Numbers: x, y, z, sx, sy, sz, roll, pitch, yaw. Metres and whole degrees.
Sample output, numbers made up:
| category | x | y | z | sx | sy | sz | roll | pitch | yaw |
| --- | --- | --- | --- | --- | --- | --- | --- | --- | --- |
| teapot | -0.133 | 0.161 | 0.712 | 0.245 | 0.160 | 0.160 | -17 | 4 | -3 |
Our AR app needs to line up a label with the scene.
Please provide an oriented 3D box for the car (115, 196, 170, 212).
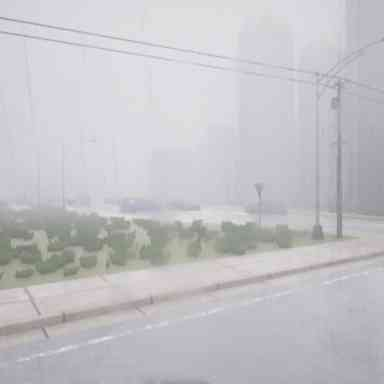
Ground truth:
| category | x | y | z | sx | sy | sz | roll | pitch | yaw |
| --- | --- | --- | --- | --- | --- | --- | --- | --- | --- |
| car | -5.194 | 1.425 | 35.065 | 4.611 | 1.667 | 2.242 | 0 | 0 | -34 |

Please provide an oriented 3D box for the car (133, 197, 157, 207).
| category | x | y | z | sx | sy | sz | roll | pitch | yaw |
| --- | --- | --- | --- | --- | --- | --- | --- | --- | --- |
| car | -7.377 | 1.481 | 52.025 | 1.994 | 1.385 | 4.181 | 0 | 0 | -33 |

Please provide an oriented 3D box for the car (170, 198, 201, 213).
| category | x | y | z | sx | sy | sz | roll | pitch | yaw |
| --- | --- | --- | --- | --- | --- | --- | --- | --- | --- |
| car | -0.989 | 1.411 | 36.212 | 1.882 | 1.535 | 5.008 | 0 | 0 | -34 |

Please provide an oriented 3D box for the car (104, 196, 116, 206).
| category | x | y | z | sx | sy | sz | roll | pitch | yaw |
| --- | --- | --- | --- | --- | --- | --- | --- | --- | --- |
| car | -12.538 | 1.408 | 53.280 | 1.882 | 1.535 | 5.008 | 0 | 0 | -34 |

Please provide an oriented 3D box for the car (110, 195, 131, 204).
| category | x | y | z | sx | sy | sz | roll | pitch | yaw |
| --- | --- | --- | --- | --- | --- | --- | --- | --- | --- |
| car | -13.041 | 1.391 | 60.223 | 1.882 | 1.535 | 5.008 | 0 | 0 | -34 |

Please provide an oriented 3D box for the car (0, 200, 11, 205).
| category | x | y | z | sx | sy | sz | roll | pitch | yaw |
| --- | --- | --- | --- | --- | --- | --- | --- | --- | --- |
| car | -24.021 | 1.286 | 39.267 | 4.605 | 1.855 | 1.932 | 0 | 0 | -34 |

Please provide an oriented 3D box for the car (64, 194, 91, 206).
| category | x | y | z | sx | sy | sz | roll | pitch | yaw |
| --- | --- | --- | --- | --- | --- | --- | --- | --- | --- |
| car | -18.737 | 1.248 | 55.128 | 3.866 | 1.878 | 1.905 | 0 | 0 | -34 |

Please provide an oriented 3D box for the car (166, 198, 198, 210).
| category | x | y | z | sx | sy | sz | roll | pitch | yaw |
| --- | --- | --- | --- | --- | --- | --- | --- | --- | --- |
| car | -1.392 | 1.522 | 43.317 | 1.895 | 1.301 | 4.718 | 0 | 0 | -34 |

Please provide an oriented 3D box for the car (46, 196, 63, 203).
| category | x | y | z | sx | sy | sz | roll | pitch | yaw |
| --- | --- | --- | --- | --- | --- | --- | --- | --- | --- |
| car | -26.750 | 1.436 | 65.985 | 4.193 | 1.474 | 1.816 | 0 | 0 | -34 |

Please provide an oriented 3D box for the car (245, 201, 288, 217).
| category | x | y | z | sx | sy | sz | roll | pitch | yaw |
| --- | --- | --- | --- | --- | --- | --- | --- | --- | --- |
| car | 6.884 | 1.491 | 31.205 | 1.994 | 1.385 | 4.181 | 0 | 0 | -34 |
